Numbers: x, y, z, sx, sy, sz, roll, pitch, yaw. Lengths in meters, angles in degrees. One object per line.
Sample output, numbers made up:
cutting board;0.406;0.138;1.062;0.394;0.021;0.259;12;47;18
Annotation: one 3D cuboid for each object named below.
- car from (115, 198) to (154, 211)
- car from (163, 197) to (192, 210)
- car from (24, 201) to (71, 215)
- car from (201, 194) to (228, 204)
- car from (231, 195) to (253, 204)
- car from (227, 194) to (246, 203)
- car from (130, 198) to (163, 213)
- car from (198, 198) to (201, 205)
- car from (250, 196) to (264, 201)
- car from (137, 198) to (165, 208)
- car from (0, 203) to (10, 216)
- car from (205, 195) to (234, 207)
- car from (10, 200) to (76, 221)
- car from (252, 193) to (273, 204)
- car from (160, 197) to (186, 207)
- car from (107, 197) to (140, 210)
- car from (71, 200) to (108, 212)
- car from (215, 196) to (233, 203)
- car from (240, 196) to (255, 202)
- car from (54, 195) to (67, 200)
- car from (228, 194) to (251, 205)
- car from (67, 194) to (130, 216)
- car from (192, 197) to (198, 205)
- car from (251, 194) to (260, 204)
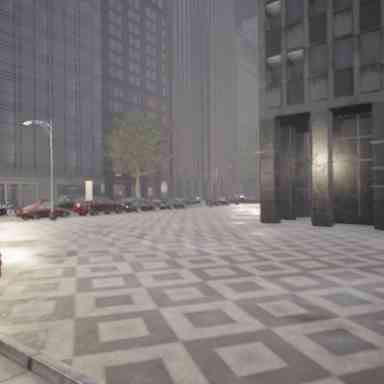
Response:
car;-7.464;1.537;43.594;2.128;1.511;4.902;-1;0;35
car;-2.357;1.534;40.851;1.947;1.339;4.313;-1;0;35
car;-15.778;1.678;36.420;1.947;1.339;4.313;-1;0;35
car;3.857;1.534;54.362;1.994;1.385;4.181;-1;0;34
car;9.526;1.445;62.584;2.128;1.511;4.902;-1;0;35
car;9.859;1.331;73.543;2.192;1.841;5.009;-1;0;35
car;-5.561;1.550;36.212;1.947;1.339;4.313;-1;0;35
car;0.247;1.609;59.621;1.947;1.339;4.313;-1;0;35
car;16.272;1.582;82.821;1.802;1.307;4.206;-1;0;35
car;-6.163;1.648;50.340;1.802;1.307;4.206;-1;0;35
car;-18.983;1.697;31.779;1.947;1.339;4.313;-1;0;35
car;4.051;1.488;50.131;1.887;1.381;4.507;-1;0;35
car;-11.970;1.602;26.932;1.802;1.307;4.206;-1;0;35
car;13.663;1.229;64.050;2.192;1.841;5.009;-1;0;35
car;-3.056;1.580;54.840;1.752;1.417;4.829;-1;0;35
car;-9.370;1.520;45.700;1.967;1.590;4.097;-1;0;35
car;-12.573;1.677;41.060;1.802;1.307;4.206;-1;0;35
car;6.656;1.570;68.901;1.887;1.381;4.507;-1;0;35
car;13.068;1.573;78.182;1.947;1.339;4.313;-1;0;35
car;-13.175;1.296;35.353;2.150;2.045;5.566;-1;0;35
car;7.254;1.248;54.772;2.192;1.841;5.009;-1;0;35
car;-8.768;1.316;31.574;2.192;1.841;5.009;-1;0;35
car;-1.621;1.622;51.983;1.895;1.301;4.718;-1;0;34
car;10.461;1.489;59.409;1.947;1.339;4.313;-1;0;35
